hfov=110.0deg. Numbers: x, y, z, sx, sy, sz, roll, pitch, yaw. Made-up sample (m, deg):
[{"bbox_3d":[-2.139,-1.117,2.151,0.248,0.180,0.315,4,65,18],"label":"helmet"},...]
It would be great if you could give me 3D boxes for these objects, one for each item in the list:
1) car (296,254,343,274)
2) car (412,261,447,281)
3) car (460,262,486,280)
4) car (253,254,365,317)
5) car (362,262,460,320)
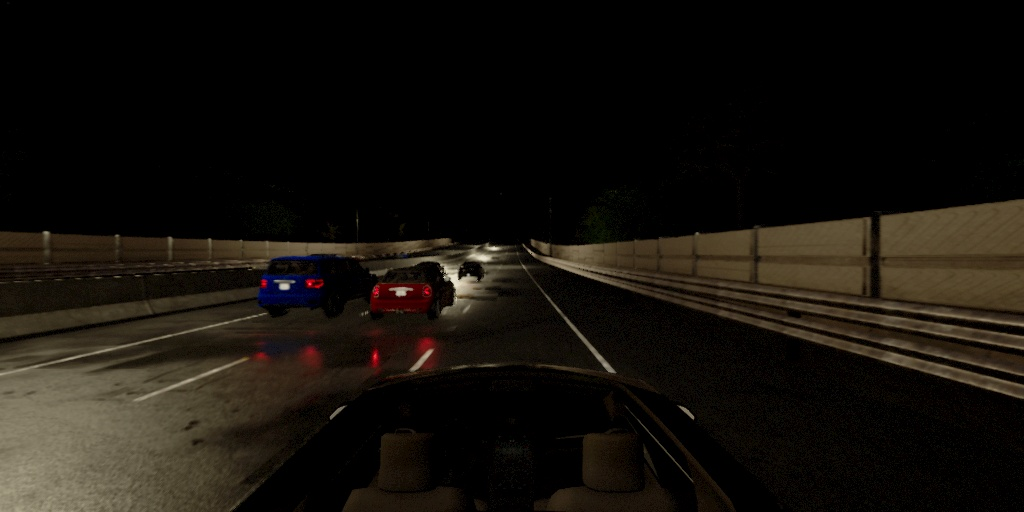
[{"bbox_3d":[-21.067,0.776,39.563,2.150,2.045,5.566,0,1,0],"label":"car"},{"bbox_3d":[-6.891,1.195,30.351,1.837,1.490,4.892,0,1,0],"label":"car"},{"bbox_3d":[-3.391,1.195,30.321,1.837,1.490,4.892,0,1,0],"label":"car"},{"bbox_3d":[-6.897,1.022,13.551,2.150,2.045,5.566,0,0,0],"label":"car"},{"bbox_3d":[-3.397,1.152,13.102,2.097,1.767,4.553,0,0,0],"label":"car"}]
